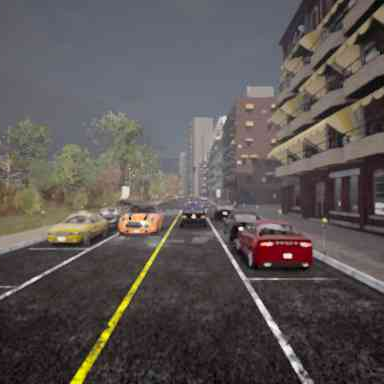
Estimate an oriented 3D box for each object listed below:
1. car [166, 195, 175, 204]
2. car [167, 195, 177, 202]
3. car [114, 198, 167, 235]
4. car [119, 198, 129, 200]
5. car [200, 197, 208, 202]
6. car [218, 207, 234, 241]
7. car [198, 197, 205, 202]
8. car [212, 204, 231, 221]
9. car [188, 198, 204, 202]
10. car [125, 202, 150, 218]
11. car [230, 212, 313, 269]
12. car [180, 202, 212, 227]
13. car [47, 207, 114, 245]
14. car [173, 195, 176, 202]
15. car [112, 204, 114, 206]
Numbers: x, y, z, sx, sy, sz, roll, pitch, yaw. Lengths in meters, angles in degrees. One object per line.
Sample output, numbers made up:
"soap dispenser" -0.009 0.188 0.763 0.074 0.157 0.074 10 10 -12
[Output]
"car" -5.285 1.904 71.170 1.887 1.381 4.507 1 0 0
"car" -5.277 1.770 88.200 2.192 1.841 5.009 1 0 0
"car" -2.837 1.444 19.405 2.097 1.767 4.553 0 0 0
"car" -5.296 1.447 27.402 2.192 1.841 5.009 1 0 0
"car" 2.596 1.914 71.972 2.008 1.369 4.403 1 0 0
"car" 2.579 1.646 16.834 1.947 1.339 4.313 1 0 0
"car" 2.601 2.041 89.021 1.802 1.307 4.206 1 0 0
"car" 2.582 1.701 28.155 1.947 1.339 4.313 1 0 0
"car" 0.115 1.714 38.651 1.812 1.442 4.674 0 0 0
"car" -5.297 1.742 33.056 1.802 1.307 4.206 1 0 0
"car" 2.577 1.598 11.173 1.887 1.381 4.507 1 0 0
"car" 0.108 1.661 23.820 2.033 1.411 5.357 0 0 0
"car" -5.301 1.601 15.924 1.752 1.417 4.829 1 0 0
"car" -5.279 1.738 82.523 2.192 1.841 5.009 1 0 0
"car" -5.300 1.655 21.748 2.008 1.369 4.403 1 0 0
